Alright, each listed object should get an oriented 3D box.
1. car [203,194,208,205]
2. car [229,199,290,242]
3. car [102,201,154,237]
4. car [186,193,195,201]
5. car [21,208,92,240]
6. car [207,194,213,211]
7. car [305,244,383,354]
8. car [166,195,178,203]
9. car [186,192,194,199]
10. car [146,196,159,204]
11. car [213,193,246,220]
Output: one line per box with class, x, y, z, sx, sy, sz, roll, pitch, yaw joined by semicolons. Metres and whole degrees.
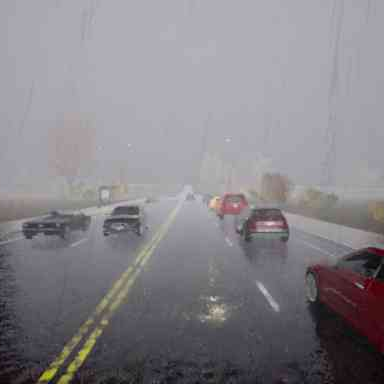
car;3.030;1.269;49.034;1.837;1.490;4.892;0;0;0
car;3.221;1.361;16.018;2.033;1.649;4.856;0;0;0
car;-3.387;1.427;17.744;1.837;1.490;4.892;0;0;0
car;-0.344;1.067;69.033;1.812;1.442;4.674;0;0;0
car;-6.634;1.528;16.801;1.895;1.301;4.718;0;0;0
car;3.101;1.301;38.033;1.882;1.535;5.008;0;0;0
car;3.247;1.504;5.008;1.812;1.442;4.674;0;0;0
car;-3.572;1.230;60.112;1.812;1.442;4.674;0;0;0
car;-0.445;0.884;84.918;1.882;1.535;5.008;0;0;0
car;-6.820;1.321;57.445;1.895;1.301;4.718;0;0;0
car;3.171;1.099;27.058;2.150;2.045;5.566;0;0;0
